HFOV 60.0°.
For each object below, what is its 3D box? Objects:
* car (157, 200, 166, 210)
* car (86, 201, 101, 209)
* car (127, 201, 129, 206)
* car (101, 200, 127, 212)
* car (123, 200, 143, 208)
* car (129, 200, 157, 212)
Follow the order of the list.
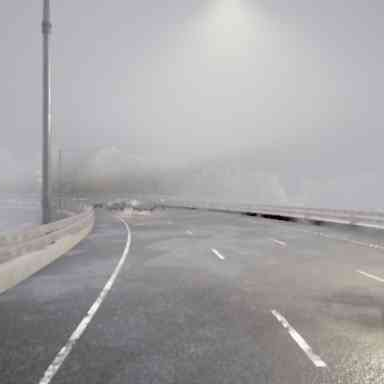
[{"bbox_3d":[-5.735,1.972,51.634,2.128,1.511,4.902,0,-1,-29],"label":"car"},{"bbox_3d":[-16.803,2.204,56.835,1.895,1.301,4.718,0,-1,-35],"label":"car"},{"bbox_3d":[-12.868,2.055,57.160,1.882,1.535,5.008,0,-1,-32],"label":"car"},{"bbox_3d":[-10.833,1.973,46.135,1.837,1.490,4.892,0,-1,-26],"label":"car"},{"bbox_3d":[-10.764,2.118,60.403,1.812,1.442,4.674,0,-1,-35],"label":"car"},{"bbox_3d":[-6.836,2.003,45.851,1.994,1.385,4.181,0,-1,-25],"label":"car"}]
